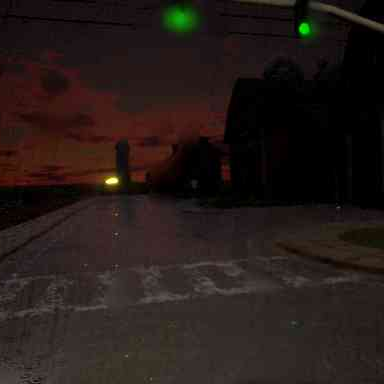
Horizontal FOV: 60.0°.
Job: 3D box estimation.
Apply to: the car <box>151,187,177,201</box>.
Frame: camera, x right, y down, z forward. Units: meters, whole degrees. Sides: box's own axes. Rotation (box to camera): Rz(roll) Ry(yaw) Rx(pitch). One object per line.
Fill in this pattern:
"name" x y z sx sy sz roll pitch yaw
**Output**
"car" -4.134 0.264 48.231 3.866 1.878 1.905 -3 6 35
